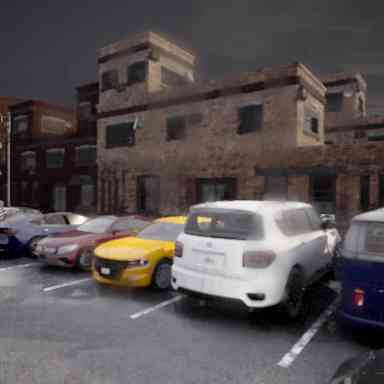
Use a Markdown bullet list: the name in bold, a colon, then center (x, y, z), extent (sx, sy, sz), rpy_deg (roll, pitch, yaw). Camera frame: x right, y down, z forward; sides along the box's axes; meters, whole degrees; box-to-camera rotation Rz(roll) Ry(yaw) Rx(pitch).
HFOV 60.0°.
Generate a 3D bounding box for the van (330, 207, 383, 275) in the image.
- **van**: center (4.125, 1.254, 6.155), extent (1.878, 1.987, 4.442), rpy_deg (0, 0, 36)

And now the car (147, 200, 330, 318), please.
- **car**: center (1.829, 1.211, 7.686), extent (2.435, 2.045, 5.566), rpy_deg (0, 0, 36)

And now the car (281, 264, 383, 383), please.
- **car**: center (3.012, 1.516, 1.229), extent (4.892, 1.490, 1.837), rpy_deg (0, 0, 36)

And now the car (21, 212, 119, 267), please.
- **car**: center (-2.676, 1.471, 10.868), extent (2.002, 1.452, 4.674), rpy_deg (0, 0, 36)

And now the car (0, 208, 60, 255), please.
- **car**: center (-4.904, 1.448, 12.490), extent (2.163, 1.488, 4.792), rpy_deg (0, 0, 36)

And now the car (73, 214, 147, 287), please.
- **car**: center (-0.429, 1.446, 9.268), extent (2.097, 1.535, 5.008), rpy_deg (0, 0, 36)
